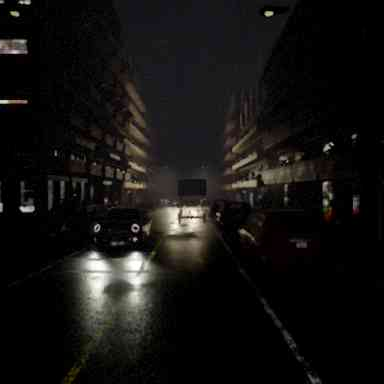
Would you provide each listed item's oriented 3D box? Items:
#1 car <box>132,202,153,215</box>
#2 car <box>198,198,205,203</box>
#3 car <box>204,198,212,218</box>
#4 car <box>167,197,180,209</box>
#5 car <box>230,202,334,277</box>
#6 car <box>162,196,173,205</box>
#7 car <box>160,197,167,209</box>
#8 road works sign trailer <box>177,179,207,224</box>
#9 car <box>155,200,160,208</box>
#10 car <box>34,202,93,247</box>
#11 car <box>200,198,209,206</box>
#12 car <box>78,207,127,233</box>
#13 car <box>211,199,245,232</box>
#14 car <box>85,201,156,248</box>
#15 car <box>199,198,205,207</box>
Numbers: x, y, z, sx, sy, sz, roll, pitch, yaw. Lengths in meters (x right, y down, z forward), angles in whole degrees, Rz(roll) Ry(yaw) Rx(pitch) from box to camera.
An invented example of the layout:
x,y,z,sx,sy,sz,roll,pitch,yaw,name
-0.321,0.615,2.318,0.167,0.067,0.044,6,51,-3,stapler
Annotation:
x,y,z,sx,sy,sz,roll,pitch,yaw,name
-5.694,1.919,38.537,1.802,1.307,4.206,-1,-1,0,car
2.695,2.397,94.525,1.947,1.339,4.313,-1,-1,0,car
2.682,1.603,32.908,2.192,1.841,5.009,-1,-1,0,car
-3.047,2.040,56.281,2.033,1.411,5.357,0,-1,1,car
2.679,1.408,10.501,2.192,1.841,5.009,-1,0,0,car
-5.691,1.998,77.753,2.192,1.841,5.009,-1,-1,0,car
-5.691,2.036,55.344,2.008,1.369,4.403,-1,-1,0,car
0.008,0.705,27.561,2.380,3.560,2.880,0,0,1,road works sign trailer
-5.693,1.969,44.139,1.802,1.307,4.206,-1,-1,0,car
-5.691,1.457,16.132,2.192,1.841,5.009,-1,0,0,car
2.690,2.072,72.120,1.967,1.590,4.097,-1,-1,0,car
-5.704,1.741,21.732,2.008,1.369,4.403,-1,0,0,car
2.680,1.505,21.704,2.192,1.841,5.009,-1,-1,0,car
-3.098,1.488,15.485,2.097,1.767,4.553,0,0,0,car
2.689,2.060,61.085,1.752,1.417,4.829,-1,-1,0,car
